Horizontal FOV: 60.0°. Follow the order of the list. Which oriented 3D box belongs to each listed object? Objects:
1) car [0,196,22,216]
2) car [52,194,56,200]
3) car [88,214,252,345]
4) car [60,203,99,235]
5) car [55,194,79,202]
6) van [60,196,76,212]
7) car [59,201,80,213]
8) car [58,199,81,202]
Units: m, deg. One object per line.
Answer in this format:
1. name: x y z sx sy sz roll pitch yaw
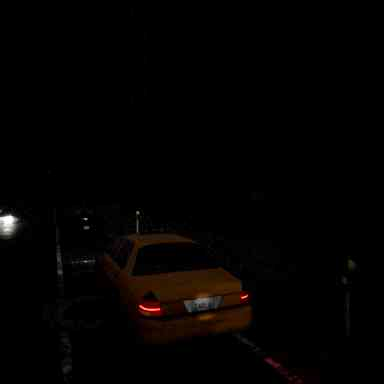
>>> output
1. car: -18.340 1.494 32.621 2.128 1.511 4.902 0 0 -22
2. car: -31.731 1.470 79.499 1.967 1.590 4.097 0 0 -24
3. car: -0.841 1.457 6.750 1.801 1.575 5.366 0 0 -23
4. car: -6.122 1.551 18.686 2.008 1.369 4.403 0 0 -23
5. car: -12.487 1.316 33.986 2.192 1.841 5.009 0 0 -23
6. van: -14.609 1.343 39.085 1.690 1.788 3.998 0 0 -23
7. car: -8.244 1.552 23.785 2.008 1.369 4.403 0 0 -23
8. car: -10.365 1.567 28.885 1.947 1.339 4.313 0 0 -23
